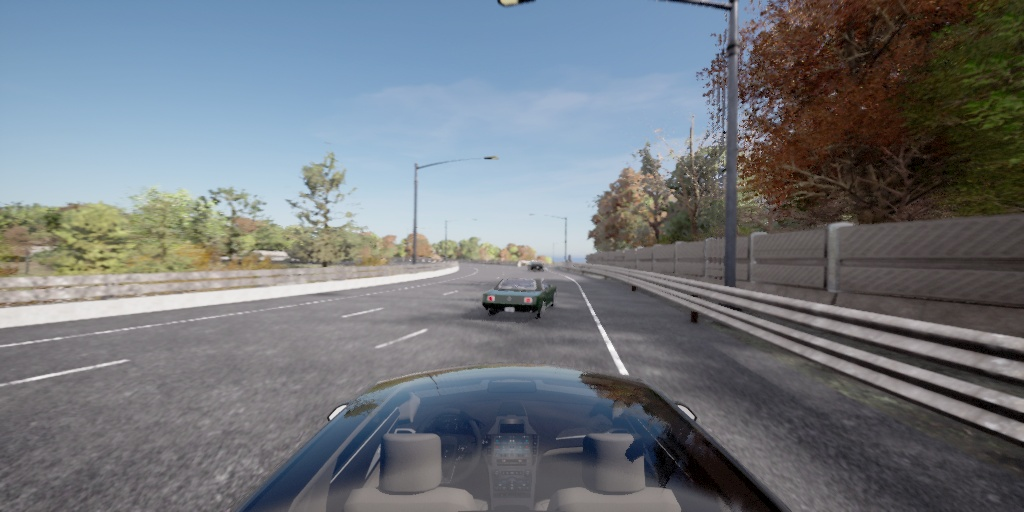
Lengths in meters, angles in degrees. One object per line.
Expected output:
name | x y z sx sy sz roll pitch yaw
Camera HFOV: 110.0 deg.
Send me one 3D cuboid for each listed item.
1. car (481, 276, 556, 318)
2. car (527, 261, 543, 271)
car | 0.482 1.408 13.364 1.895 1.301 4.718 1 0 14
car | 3.463 1.528 54.456 1.882 1.535 5.008 1 -1 -6
